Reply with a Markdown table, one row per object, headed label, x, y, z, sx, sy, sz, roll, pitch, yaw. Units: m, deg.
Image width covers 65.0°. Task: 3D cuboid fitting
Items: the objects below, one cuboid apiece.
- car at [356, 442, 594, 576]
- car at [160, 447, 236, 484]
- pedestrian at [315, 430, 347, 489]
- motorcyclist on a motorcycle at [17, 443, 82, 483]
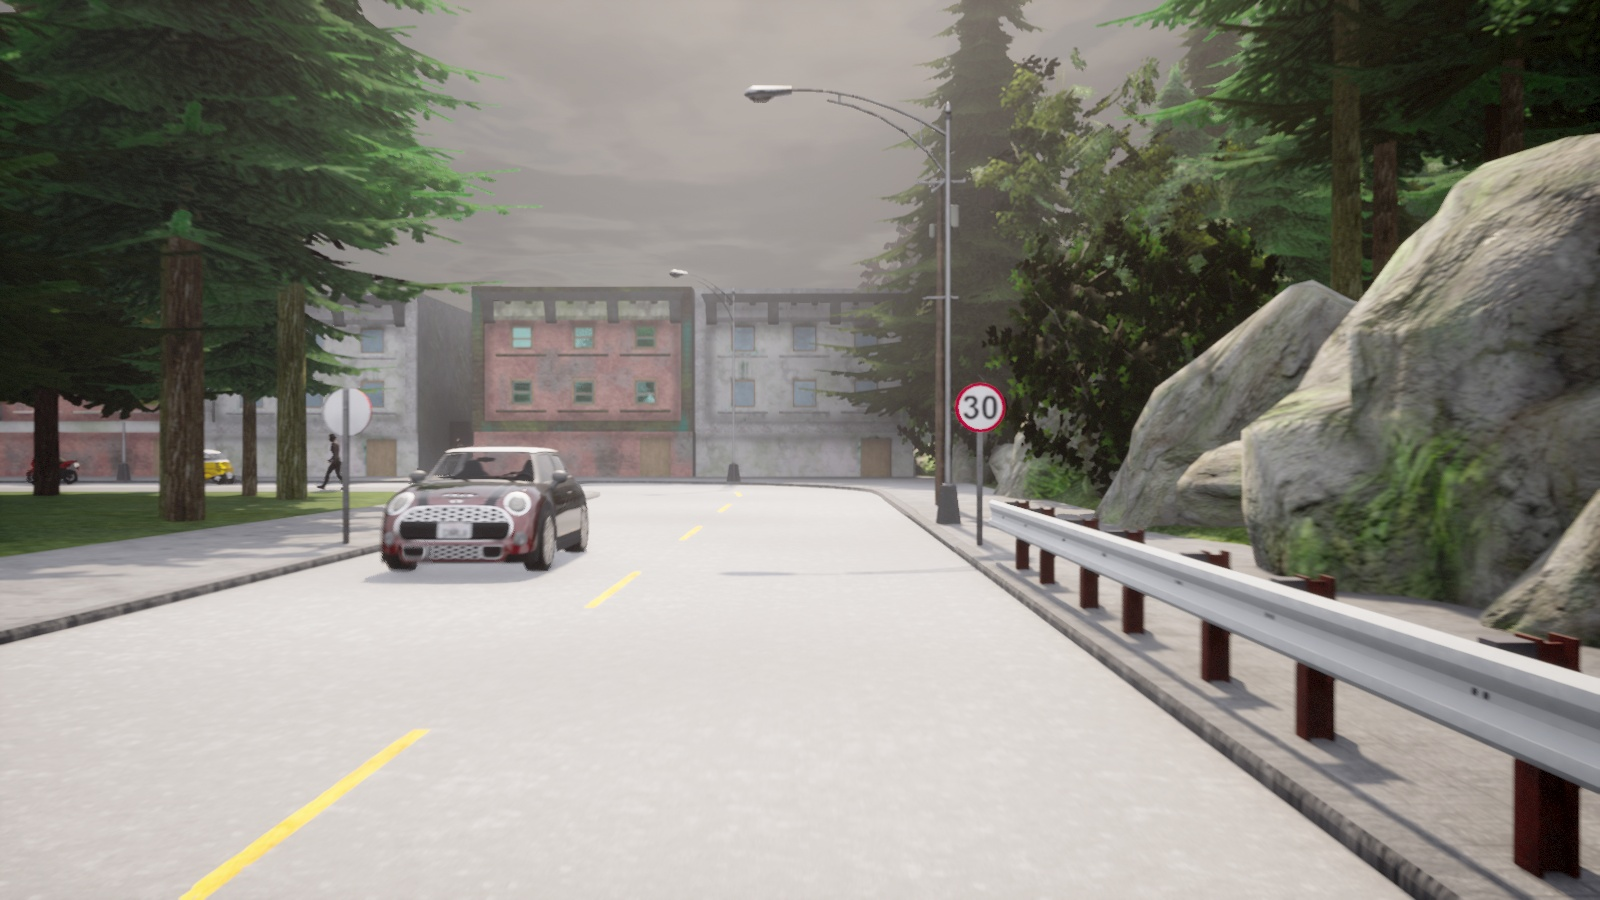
| label | x | y | z | sx | sy | sz | roll | pitch | yaw |
| --- | --- | --- | --- | --- | --- | --- | --- | --- | --- |
| car | -3.897 | 0.644 | 15.750 | 1.970 | 1.475 | 3.806 | 0 | 0 | 0 |
| car | -23.037 | 0.586 | 48.095 | 2.207 | 1.376 | 1.481 | 0 | 0 | 1 |
| pedestrian | -14.451 | 0.286 | 38.670 | 0.869 | 1.805 | 0.328 | 0 | 0 | 0 |
| motorcyclist on a motorcycle | -28.778 | 0.508 | 48.165 | 2.044 | 1.523 | 0.797 | 0 | 0 | 1 |
